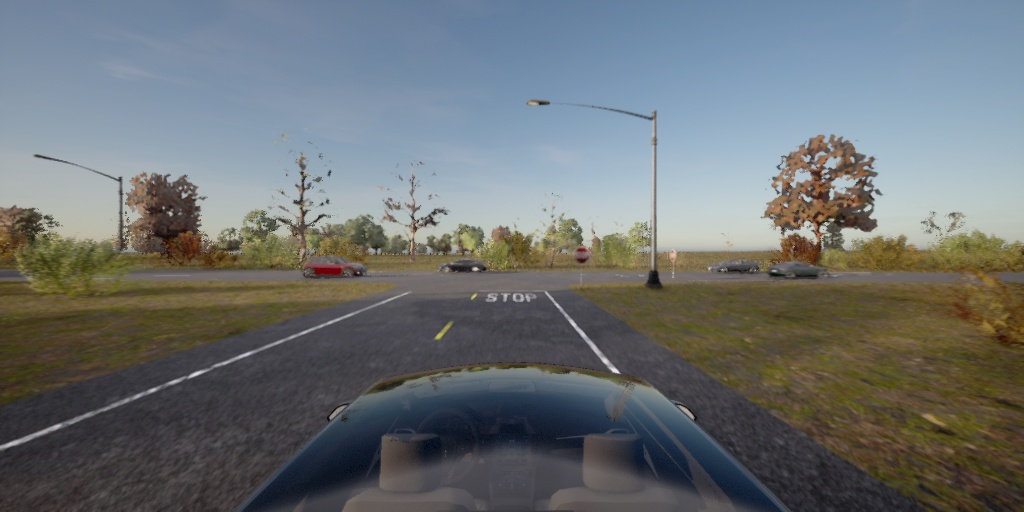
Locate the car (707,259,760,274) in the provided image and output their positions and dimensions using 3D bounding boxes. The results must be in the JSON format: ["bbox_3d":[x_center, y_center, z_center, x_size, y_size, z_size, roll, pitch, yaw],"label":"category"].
[{"bbox_3d":[22.526,1.089,36.562,4.902,1.511,2.128,-1,1,-2],"label":"car"}]

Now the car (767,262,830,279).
[{"bbox_3d":[23.583,1.181,29.576,4.181,1.385,1.994,0,1,-2],"label":"car"}]

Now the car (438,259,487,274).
[{"bbox_3d":[-4.936,1.015,35.802,4.892,1.490,1.837,0,1,-1],"label":"car"}]

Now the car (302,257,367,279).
[{"bbox_3d":[-14.032,0.837,28.548,4.553,1.767,2.097,0,1,-2],"label":"car"}]
